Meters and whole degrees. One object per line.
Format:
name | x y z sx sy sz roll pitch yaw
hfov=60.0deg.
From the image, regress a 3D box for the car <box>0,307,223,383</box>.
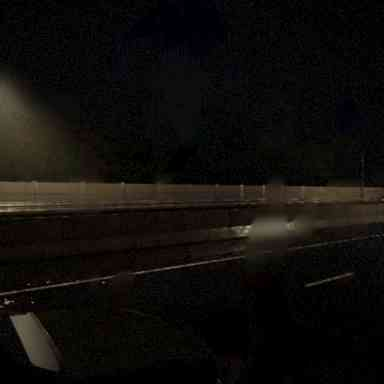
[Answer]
car | -2.294 1.547 2.228 5.357 1.411 2.033 0 0 -36
